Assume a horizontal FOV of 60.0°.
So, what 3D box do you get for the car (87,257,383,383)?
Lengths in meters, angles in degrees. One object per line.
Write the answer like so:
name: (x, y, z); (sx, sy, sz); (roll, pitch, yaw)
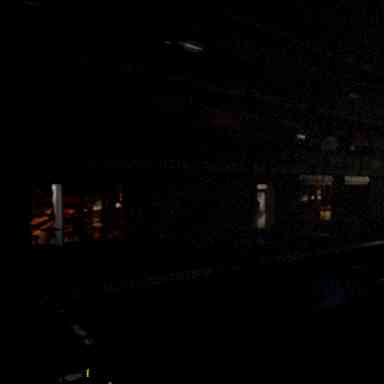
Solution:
car: (0.936, 1.582, 4.053); (4.181, 1.385, 1.994); (0, 0, -36)
